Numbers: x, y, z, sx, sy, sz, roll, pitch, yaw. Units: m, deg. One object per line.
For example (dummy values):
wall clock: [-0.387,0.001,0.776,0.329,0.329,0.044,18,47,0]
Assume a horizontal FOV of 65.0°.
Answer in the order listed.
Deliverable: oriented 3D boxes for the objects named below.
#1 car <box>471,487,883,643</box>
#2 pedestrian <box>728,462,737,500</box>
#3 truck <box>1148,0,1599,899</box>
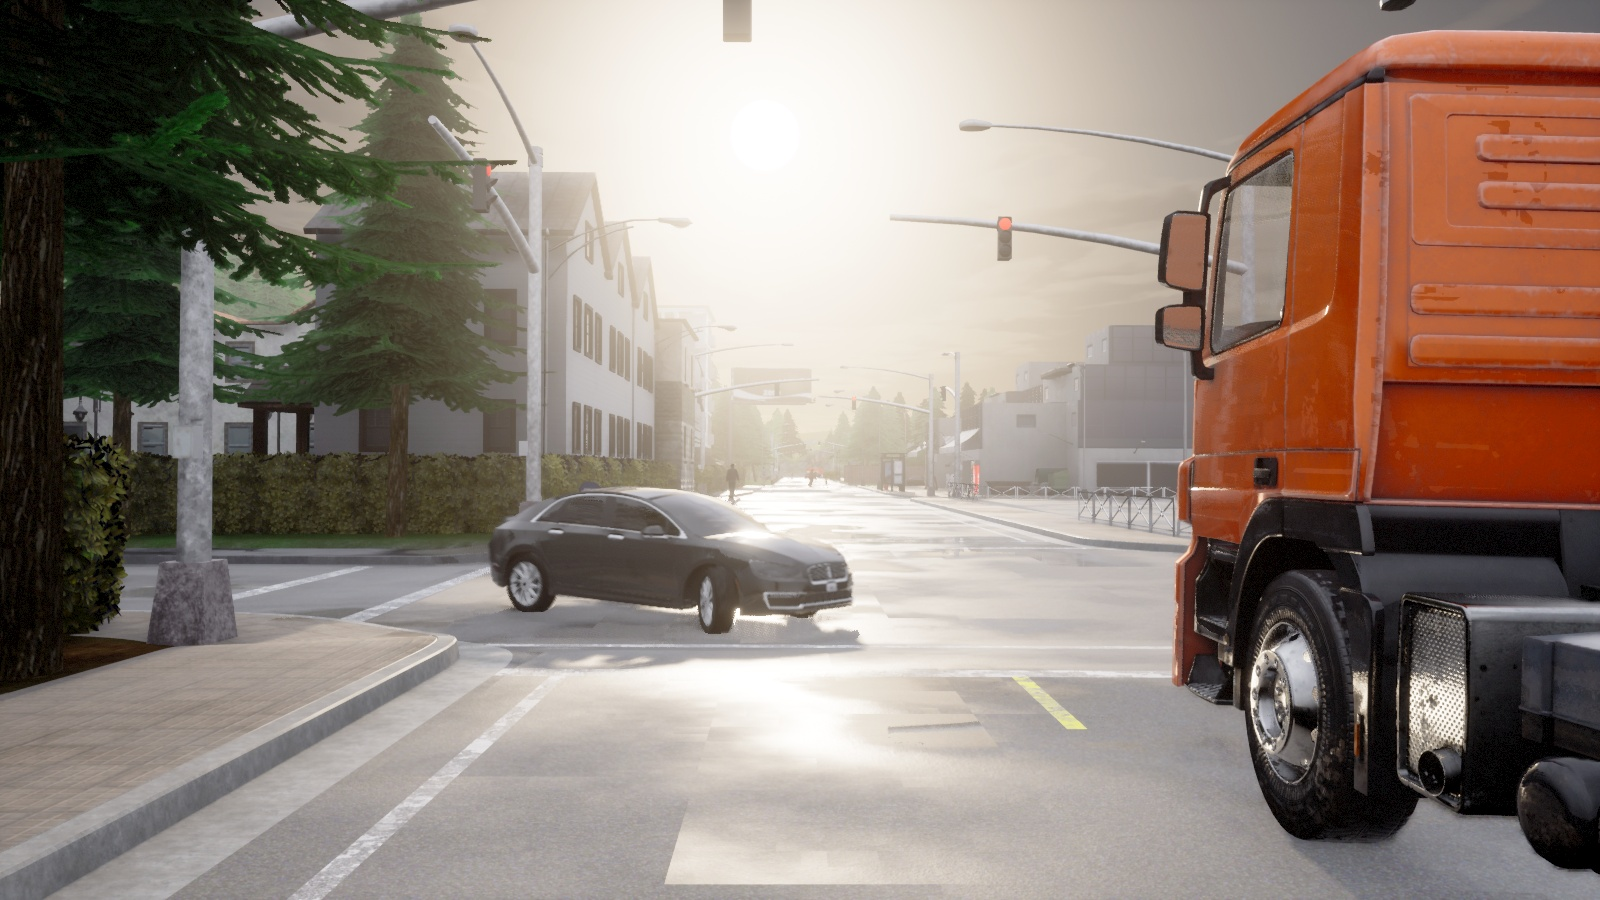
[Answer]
car: [-1.578,1.235,14.949,4.892,1.490,1.837,0,-1,36]
pedestrian: [-3.308,1.517,61.619,0.431,1.840,0.703,0,-1,0]
truck: [3.467,-0.063,3.129,2.891,3.462,7.936,1,0,0]
